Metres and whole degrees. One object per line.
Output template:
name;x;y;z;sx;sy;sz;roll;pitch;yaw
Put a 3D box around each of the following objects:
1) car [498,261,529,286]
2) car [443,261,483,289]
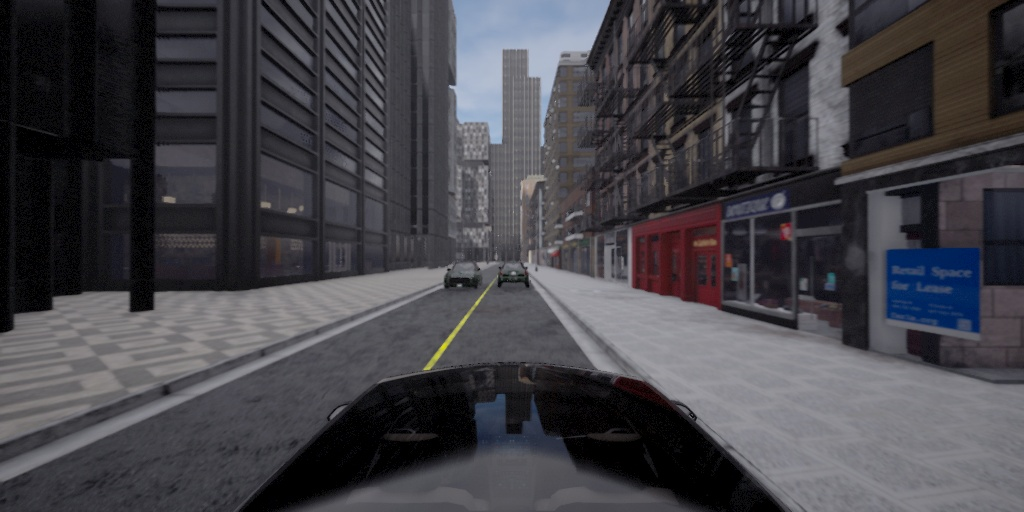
car;0.093;1.161;25.609;2.097;1.767;4.553;0;0;0
car;-3.079;1.152;23.381;2.097;1.767;4.553;0;0;0
